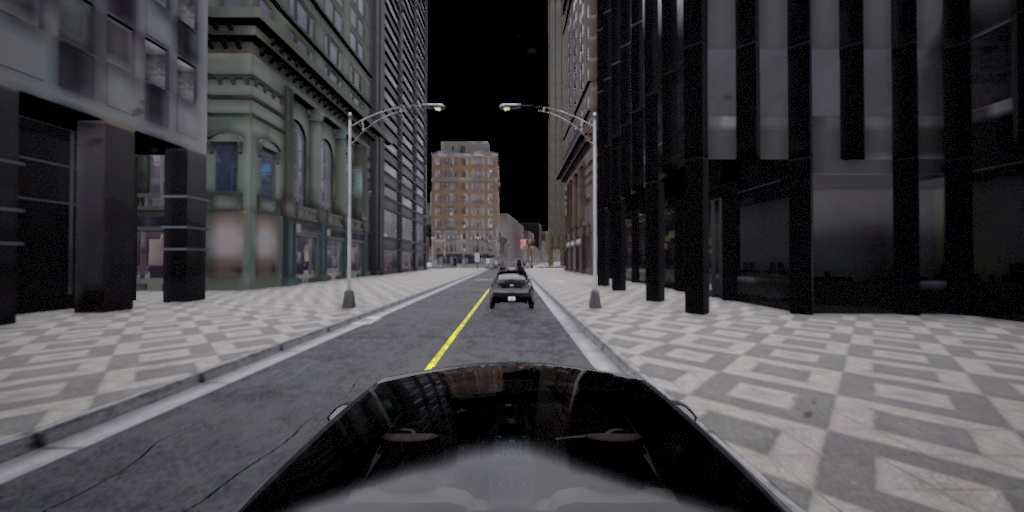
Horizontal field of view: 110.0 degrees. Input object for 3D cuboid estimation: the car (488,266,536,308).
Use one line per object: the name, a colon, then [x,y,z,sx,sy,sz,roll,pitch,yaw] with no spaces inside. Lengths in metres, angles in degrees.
car: [-0.003,1.391,16.142,1.837,1.490,4.892,0,0,0]

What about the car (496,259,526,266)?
car: [-0.011,1.239,30.869,2.150,2.045,5.566,0,0,0]
